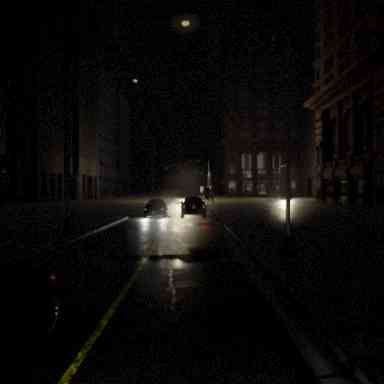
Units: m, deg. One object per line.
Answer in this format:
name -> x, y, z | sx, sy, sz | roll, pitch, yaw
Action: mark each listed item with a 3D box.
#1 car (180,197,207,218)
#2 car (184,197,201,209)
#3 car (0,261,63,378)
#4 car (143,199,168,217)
car -> 0.096, 1.193, 28.241 | 2.097, 1.767, 4.553 | 0, 0, -1
car -> 0.085, 1.328, 40.796 | 1.994, 1.385, 4.181 | 0, 0, 0
car -> -3.098, 1.544, 3.753 | 1.994, 1.385, 4.181 | 0, 0, 0
car -> -3.099, 1.361, 29.115 | 1.812, 1.442, 4.674 | 0, 0, 0
